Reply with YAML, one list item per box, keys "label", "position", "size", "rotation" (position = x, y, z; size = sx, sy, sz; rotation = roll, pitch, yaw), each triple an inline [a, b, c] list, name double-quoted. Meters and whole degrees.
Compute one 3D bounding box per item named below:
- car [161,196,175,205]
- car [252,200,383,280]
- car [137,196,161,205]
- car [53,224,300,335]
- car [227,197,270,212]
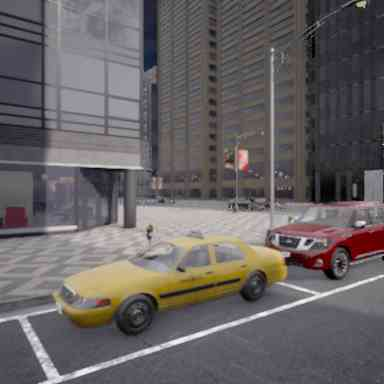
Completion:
- label: "car"
  position: [-4.730, 1.445, 57.929]
  size: [2.128, 1.511, 4.902]
  rotation: [0, 0, -35]
- label: "car"
  position: [4.441, 1.245, 9.929]
  size: [5.009, 1.841, 2.192]
  rotation: [-1, 1, -36]
- label: "car"
  position: [-7.623, 1.555, 56.395]
  size: [1.895, 1.301, 4.718]
  rotation: [0, 0, -35]
- label: "car"
  position: [-0.140, 1.497, 6.660]
  size: [4.829, 1.417, 1.752]
  rotation: [-1, 1, -36]
- label: "car"
  position: [5.977, 1.365, 37.226]
  size: [1.837, 1.490, 4.892]
  rotation: [0, 0, -36]
